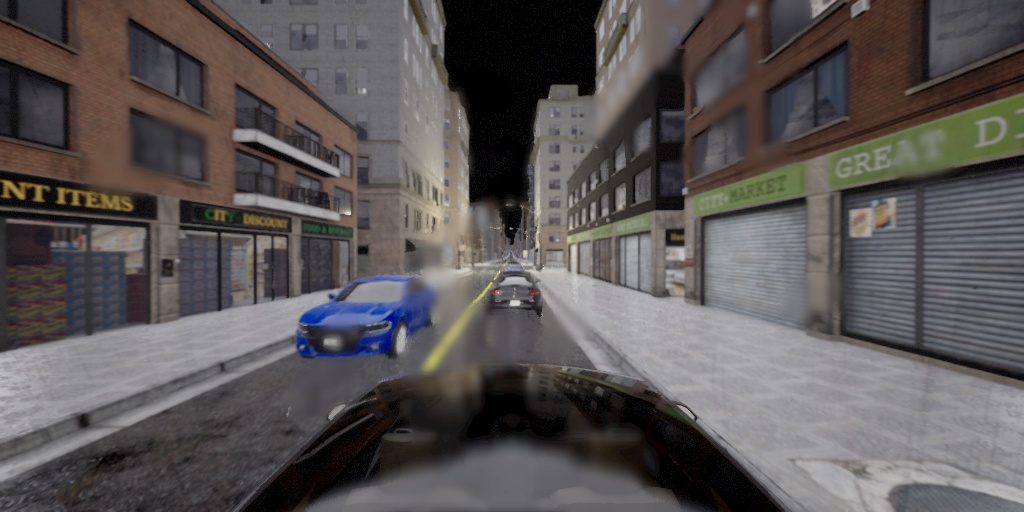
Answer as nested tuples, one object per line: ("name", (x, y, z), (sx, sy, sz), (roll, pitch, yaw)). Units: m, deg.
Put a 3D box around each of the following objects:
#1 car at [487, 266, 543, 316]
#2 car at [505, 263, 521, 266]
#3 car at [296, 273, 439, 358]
("car", (0.104, 1.267, 13.269), (1.812, 1.442, 4.674), (0, 0, 0))
("car", (0.089, 1.269, 30.989), (2.033, 1.411, 5.357), (0, 0, 0))
("car", (-3.094, 1.223, 8.683), (1.882, 1.535, 5.008), (0, 0, 0))
